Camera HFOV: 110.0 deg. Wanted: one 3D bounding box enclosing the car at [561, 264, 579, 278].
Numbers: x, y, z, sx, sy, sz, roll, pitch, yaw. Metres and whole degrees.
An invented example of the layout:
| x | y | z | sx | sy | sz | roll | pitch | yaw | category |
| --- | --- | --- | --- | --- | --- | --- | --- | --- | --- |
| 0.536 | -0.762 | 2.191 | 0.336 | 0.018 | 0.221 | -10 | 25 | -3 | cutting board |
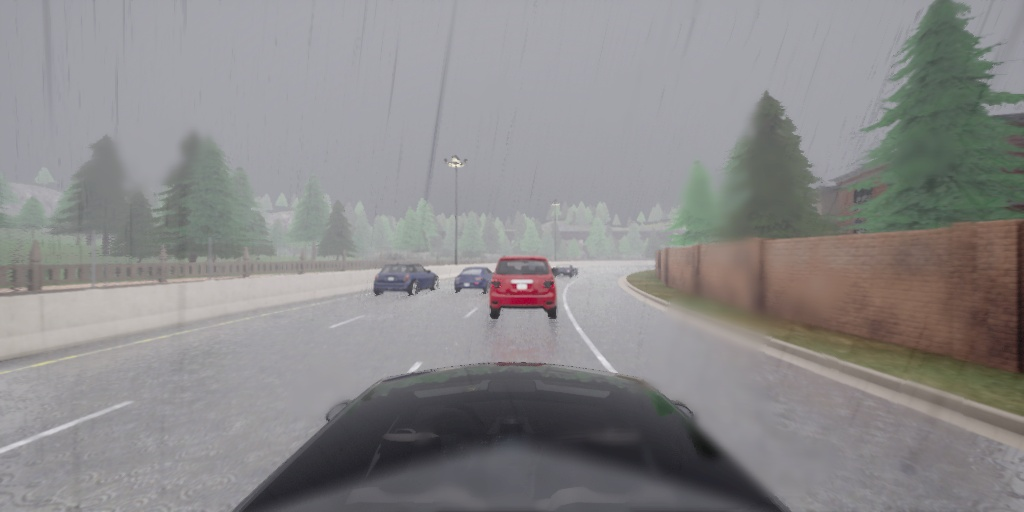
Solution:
| x | y | z | sx | sy | sz | roll | pitch | yaw | category |
| --- | --- | --- | --- | --- | --- | --- | --- | --- | --- |
| 5.421 | 1.459 | 35.750 | 1.895 | 1.301 | 4.718 | 0 | 0 | 19 | car |

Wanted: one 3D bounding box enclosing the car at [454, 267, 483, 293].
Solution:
| x | y | z | sx | sy | sz | roll | pitch | yaw | category |
| --- | --- | --- | --- | --- | --- | --- | --- | --- | --- |
| -1.994 | 1.337 | 21.032 | 1.812 | 1.442 | 4.674 | 0 | 0 | 9 | car |

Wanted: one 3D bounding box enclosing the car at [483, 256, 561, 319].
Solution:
| x | y | z | sx | sy | sz | roll | pitch | yaw | category |
| --- | --- | --- | --- | --- | --- | --- | --- | --- | --- |
| 0.507 | 1.008 | 13.265 | 2.150 | 2.045 | 5.566 | 0 | 0 | 5 | car |

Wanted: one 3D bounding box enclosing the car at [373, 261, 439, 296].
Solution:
| x | y | z | sx | sy | sz | roll | pitch | yaw | category |
| --- | --- | --- | --- | --- | --- | --- | --- | --- | --- |
| -5.693 | 1.159 | 19.856 | 2.097 | 1.767 | 4.553 | 0 | 0 | 8 | car |
